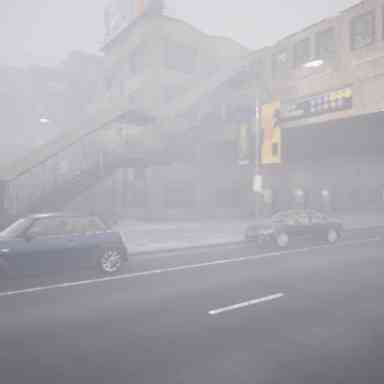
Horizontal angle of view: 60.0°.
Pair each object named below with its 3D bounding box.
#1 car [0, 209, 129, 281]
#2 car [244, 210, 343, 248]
[{"bbox_3d":[-4.094,1.369,8.982,4.553,1.767,2.185,1,0,-36],"label":"car"},{"bbox_3d":[4.697,1.585,15.211,4.892,1.521,2.231,1,0,-26],"label":"car"}]
